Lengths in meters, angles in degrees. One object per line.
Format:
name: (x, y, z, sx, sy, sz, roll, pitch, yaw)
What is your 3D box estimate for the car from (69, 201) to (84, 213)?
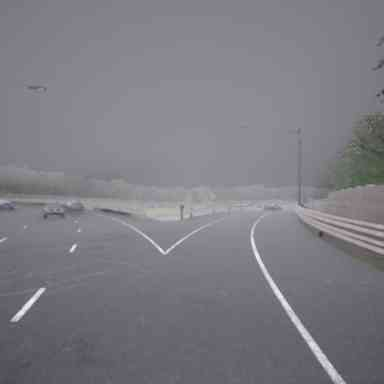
car: (-15.242, 1.843, 42.715, 2.128, 1.511, 4.902, 1, -1, -31)

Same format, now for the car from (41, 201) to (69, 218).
car: (-14.087, 1.811, 33.628, 2.033, 1.411, 5.357, 1, -1, -27)

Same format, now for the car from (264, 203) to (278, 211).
car: (14.811, 2.883, 63.449, 1.812, 1.442, 4.674, 0, -3, 21)

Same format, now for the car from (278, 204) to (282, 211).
car: (18.400, 3.364, 72.710, 2.128, 1.511, 4.902, 0, -3, 22)

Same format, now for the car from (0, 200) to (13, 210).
car: (-26.775, 1.853, 47.475, 1.812, 1.442, 4.674, 1, -1, -36)
